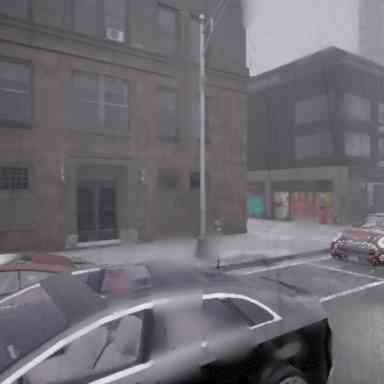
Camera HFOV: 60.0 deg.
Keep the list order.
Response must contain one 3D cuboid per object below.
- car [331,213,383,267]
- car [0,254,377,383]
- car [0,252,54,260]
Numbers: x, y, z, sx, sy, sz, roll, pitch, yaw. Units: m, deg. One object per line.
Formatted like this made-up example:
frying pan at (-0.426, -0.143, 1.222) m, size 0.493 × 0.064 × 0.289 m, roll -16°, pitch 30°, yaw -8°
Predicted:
car at (6.313, 1.401, 10.698) m, size 4.097 × 1.590 × 1.967 m, roll 0°, pitch 0°, yaw -34°
car at (-0.834, 1.473, 2.795) m, size 4.902 × 1.511 × 2.128 m, roll 0°, pitch 0°, yaw -34°
car at (-2.868, 1.547, 4.531) m, size 4.206 × 1.307 × 1.802 m, roll 0°, pitch 0°, yaw -34°
